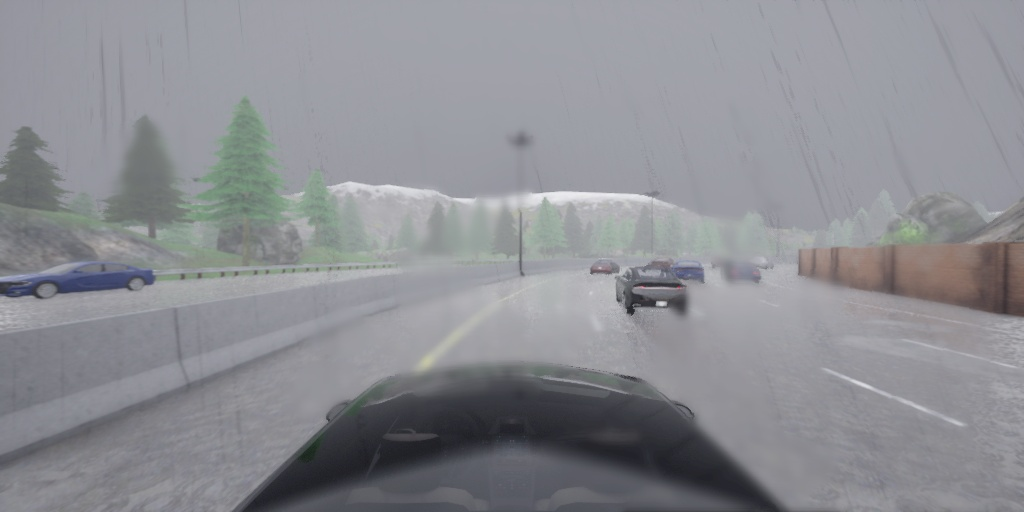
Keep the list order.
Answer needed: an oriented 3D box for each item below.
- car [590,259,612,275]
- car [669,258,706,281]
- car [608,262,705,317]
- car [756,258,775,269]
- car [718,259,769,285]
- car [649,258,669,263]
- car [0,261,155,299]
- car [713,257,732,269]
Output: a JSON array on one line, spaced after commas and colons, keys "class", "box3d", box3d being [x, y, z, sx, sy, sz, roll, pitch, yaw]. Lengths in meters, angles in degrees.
[{"class": "car", "box3d": [8.774, 1.011, 33.615, 1.994, 1.385, 4.181, 1, 1, 29]}, {"class": "car", "box3d": [12.054, 1.038, 24.667, 1.882, 1.535, 5.008, 0, 0, 22]}, {"class": "car", "box3d": [4.825, 1.145, 12.815, 2.128, 1.511, 4.902, 0, 1, 11]}, {"class": "car", "box3d": [31.538, 0.959, 45.146, 4.674, 1.442, 1.812, 0, 1, -41]}, {"class": "car", "box3d": [15.761, 1.125, 24.677, 2.033, 1.411, 5.357, 0, 1, 26]}, {"class": "car", "box3d": [16.796, 0.902, 39.313, 1.882, 1.535, 5.008, 0, 0, 37]}, {"class": "car", "box3d": [-19.631, 0.999, 16.407, 1.882, 1.535, 5.008, 0, 1, 10]}, {"class": "car", "box3d": [27.785, 0.890, 46.550, 4.902, 1.511, 2.128, 0, 1, -42]}]
